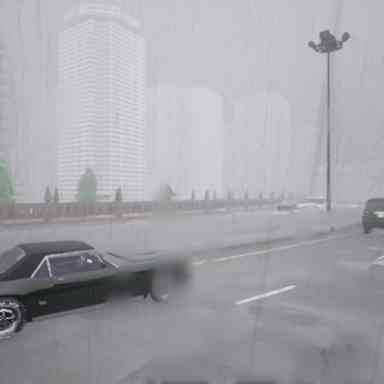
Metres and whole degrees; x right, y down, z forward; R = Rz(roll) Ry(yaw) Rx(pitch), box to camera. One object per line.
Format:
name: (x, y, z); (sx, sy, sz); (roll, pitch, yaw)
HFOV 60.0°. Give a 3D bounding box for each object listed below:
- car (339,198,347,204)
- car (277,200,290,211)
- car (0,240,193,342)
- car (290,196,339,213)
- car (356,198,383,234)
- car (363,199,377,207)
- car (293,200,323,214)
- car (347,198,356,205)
car: (35.595, 2.026, 78.317); (2.033, 1.411, 5.357); (0, 0, 34)
car: (12.902, 1.756, 44.532); (1.882, 1.535, 5.008); (0, 0, 34)
car: (-2.302, 1.635, 6.571); (4.718, 1.301, 1.895); (0, 0, -37)
car: (11.121, 1.416, 29.880); (2.150, 2.045, 5.566); (0, -1, 38)
car: (11.676, 1.354, 19.354); (2.150, 2.045, 5.566); (0, 0, 42)
car: (33.867, 2.016, 63.139); (1.895, 1.301, 4.718); (0, 0, 34)
car: (13.958, 1.747, 39.842); (2.128, 1.511, 4.902); (0, -1, 34)
car: (36.190, 2.002, 72.910); (2.128, 1.511, 4.902); (0, 0, 34)
